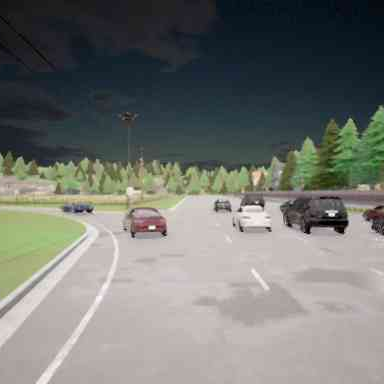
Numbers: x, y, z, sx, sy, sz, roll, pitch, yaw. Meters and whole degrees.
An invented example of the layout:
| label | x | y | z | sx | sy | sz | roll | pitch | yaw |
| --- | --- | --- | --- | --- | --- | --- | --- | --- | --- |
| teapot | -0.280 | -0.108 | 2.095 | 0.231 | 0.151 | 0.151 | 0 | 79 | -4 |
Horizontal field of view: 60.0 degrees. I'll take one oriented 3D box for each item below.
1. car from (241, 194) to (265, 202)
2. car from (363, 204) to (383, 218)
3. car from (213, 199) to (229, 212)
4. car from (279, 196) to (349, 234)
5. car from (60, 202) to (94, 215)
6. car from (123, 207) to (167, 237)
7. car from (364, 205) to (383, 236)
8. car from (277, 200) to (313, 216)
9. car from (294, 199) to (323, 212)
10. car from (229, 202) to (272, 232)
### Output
| label | x | y | z | sx | sy | sz | roll | pitch | yaw |
| --- | --- | --- | --- | --- | --- | --- | --- | --- | --- |
| car | 7.103 | 1.273 | 39.115 | 2.150 | 2.045 | 5.566 | 0 | 0 | 0 |
| car | 14.102 | 1.554 | 23.731 | 1.812 | 1.442 | 4.674 | 0 | 0 | 0 |
| car | 3.604 | 1.546 | 39.978 | 2.128 | 1.511 | 4.902 | 0 | 0 | 0 |
| car | 7.103 | 1.245 | 19.578 | 2.150 | 2.045 | 5.566 | 0 | 0 | 0 |
| car | -12.172 | 1.654 | 34.912 | 1.895 | 1.301 | 4.718 | 0 | 0 | -41 |
| car | -2.650 | 1.550 | 18.207 | 1.812 | 1.442 | 4.674 | 0 | 0 | -18 |
| car | 10.602 | 1.565 | 15.547 | 2.033 | 1.411 | 5.357 | 0 | 0 | 0 |
| car | 10.603 | 1.592 | 34.692 | 2.033 | 1.411 | 5.357 | 0 | 0 | 0 |
| car | 14.104 | 1.615 | 40.482 | 1.994 | 1.385 | 4.181 | 0 | 0 | 0 |
| car | 3.602 | 1.551 | 20.404 | 1.812 | 1.442 | 4.674 | 0 | 0 | 0 |
